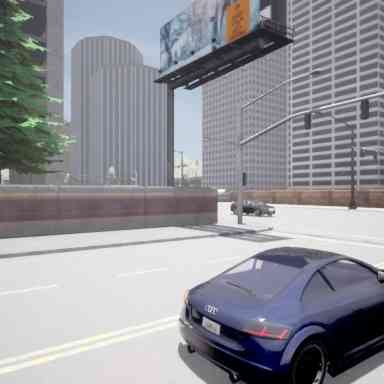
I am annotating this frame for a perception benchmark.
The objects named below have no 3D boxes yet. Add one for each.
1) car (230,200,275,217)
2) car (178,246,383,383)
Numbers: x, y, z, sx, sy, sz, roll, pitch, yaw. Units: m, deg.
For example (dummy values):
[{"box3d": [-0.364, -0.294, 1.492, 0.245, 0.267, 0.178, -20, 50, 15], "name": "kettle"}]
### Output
[{"box3d": [5.706, 1.491, 31.572, 2.128, 1.511, 4.902, 0, 0, -34], "name": "car"}, {"box3d": [1.871, 1.564, 5.121, 4.181, 1.385, 1.994, 0, 0, -35], "name": "car"}]
